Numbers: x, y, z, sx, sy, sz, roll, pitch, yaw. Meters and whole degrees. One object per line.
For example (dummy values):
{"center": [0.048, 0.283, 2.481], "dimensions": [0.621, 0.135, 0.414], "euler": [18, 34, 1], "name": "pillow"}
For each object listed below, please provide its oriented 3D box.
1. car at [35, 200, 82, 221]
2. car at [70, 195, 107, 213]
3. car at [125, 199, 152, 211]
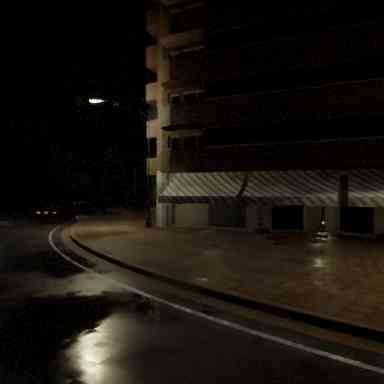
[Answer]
{"center": [-11.241, 1.658, 27.923], "dimensions": [2.033, 1.411, 5.357], "euler": [0, 0, -2], "name": "car"}
{"center": [-12.734, 1.400, 40.952], "dimensions": [2.150, 2.045, 5.566], "euler": [0, 0, 19], "name": "car"}
{"center": [-7.244, 1.731, 45.234], "dimensions": [1.837, 1.490, 4.892], "euler": [0, 0, 23], "name": "car"}
